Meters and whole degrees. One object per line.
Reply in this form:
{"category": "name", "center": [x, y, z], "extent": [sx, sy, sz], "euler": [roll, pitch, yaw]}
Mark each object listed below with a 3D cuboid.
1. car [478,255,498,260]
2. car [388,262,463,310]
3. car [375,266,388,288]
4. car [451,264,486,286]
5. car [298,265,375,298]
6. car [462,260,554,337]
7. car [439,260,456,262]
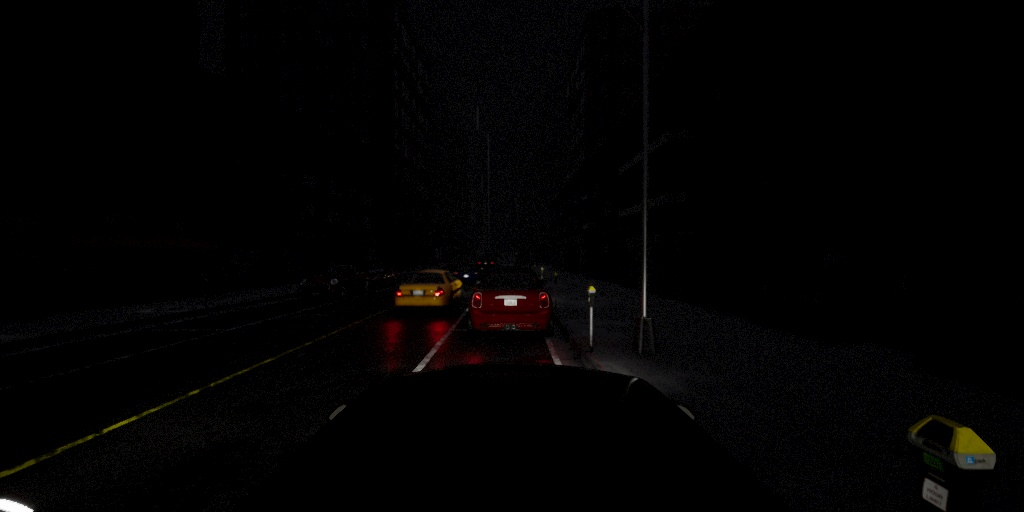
{"category": "car", "center": [-3.061, 0.949, 44.842], "extent": [2.150, 2.045, 5.566], "euler": [0, 0, 1]}
{"category": "car", "center": [-3.144, 1.205, 14.594], "extent": [1.801, 1.575, 5.366], "euler": [0, 0, 0]}
{"category": "car", "center": [-8.814, 1.325, 23.617], "extent": [1.802, 1.307, 4.207], "euler": [0, 0, 0]}
{"category": "car", "center": [-3.069, 1.306, 26.114], "extent": [1.994, 1.385, 4.181], "euler": [0, 0, 0]}
{"category": "car", "center": [-8.814, 1.185, 18.031], "extent": [1.967, 1.591, 4.097], "euler": [0, 0, 0]}
{"category": "car", "center": [-0.033, 1.100, 10.472], "extent": [2.097, 1.767, 4.553], "euler": [0, 0, 0]}
{"category": "car", "center": [-6.241, 1.216, 31.610], "extent": [1.882, 1.535, 5.008], "euler": [0, 0, 0]}
